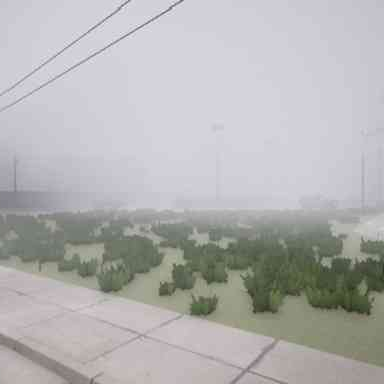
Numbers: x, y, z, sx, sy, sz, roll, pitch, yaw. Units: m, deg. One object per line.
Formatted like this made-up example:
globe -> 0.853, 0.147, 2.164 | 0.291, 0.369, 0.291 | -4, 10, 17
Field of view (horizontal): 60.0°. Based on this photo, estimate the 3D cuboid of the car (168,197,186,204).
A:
car -> -1.876, 1.493, 55.109 | 2.128, 1.511, 4.902 | 0, 0, 35

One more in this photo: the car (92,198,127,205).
car -> -10.559, 1.514, 42.878 | 1.837, 1.490, 4.892 | 0, 0, 35

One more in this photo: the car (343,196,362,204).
car -> 28.372, 1.518, 59.471 | 3.905, 1.438, 1.784 | 0, 0, 35

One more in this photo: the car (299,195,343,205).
car -> 15.627, 1.307, 40.952 | 4.605, 1.855, 1.932 | 0, 0, 35
